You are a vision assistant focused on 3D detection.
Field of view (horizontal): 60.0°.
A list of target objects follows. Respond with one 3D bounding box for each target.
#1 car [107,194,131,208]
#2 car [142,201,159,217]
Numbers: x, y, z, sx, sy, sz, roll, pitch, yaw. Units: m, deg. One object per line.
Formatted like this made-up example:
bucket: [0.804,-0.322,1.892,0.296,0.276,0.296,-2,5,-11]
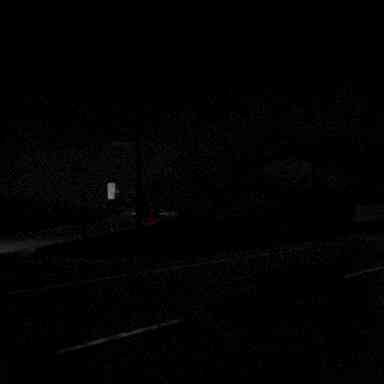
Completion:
car: [-11.299,1.314,51.269,2.150,2.045,5.566,0,0,-34]
car: [-4.196,1.595,32.405,1.812,1.442,4.674,0,0,-1]
